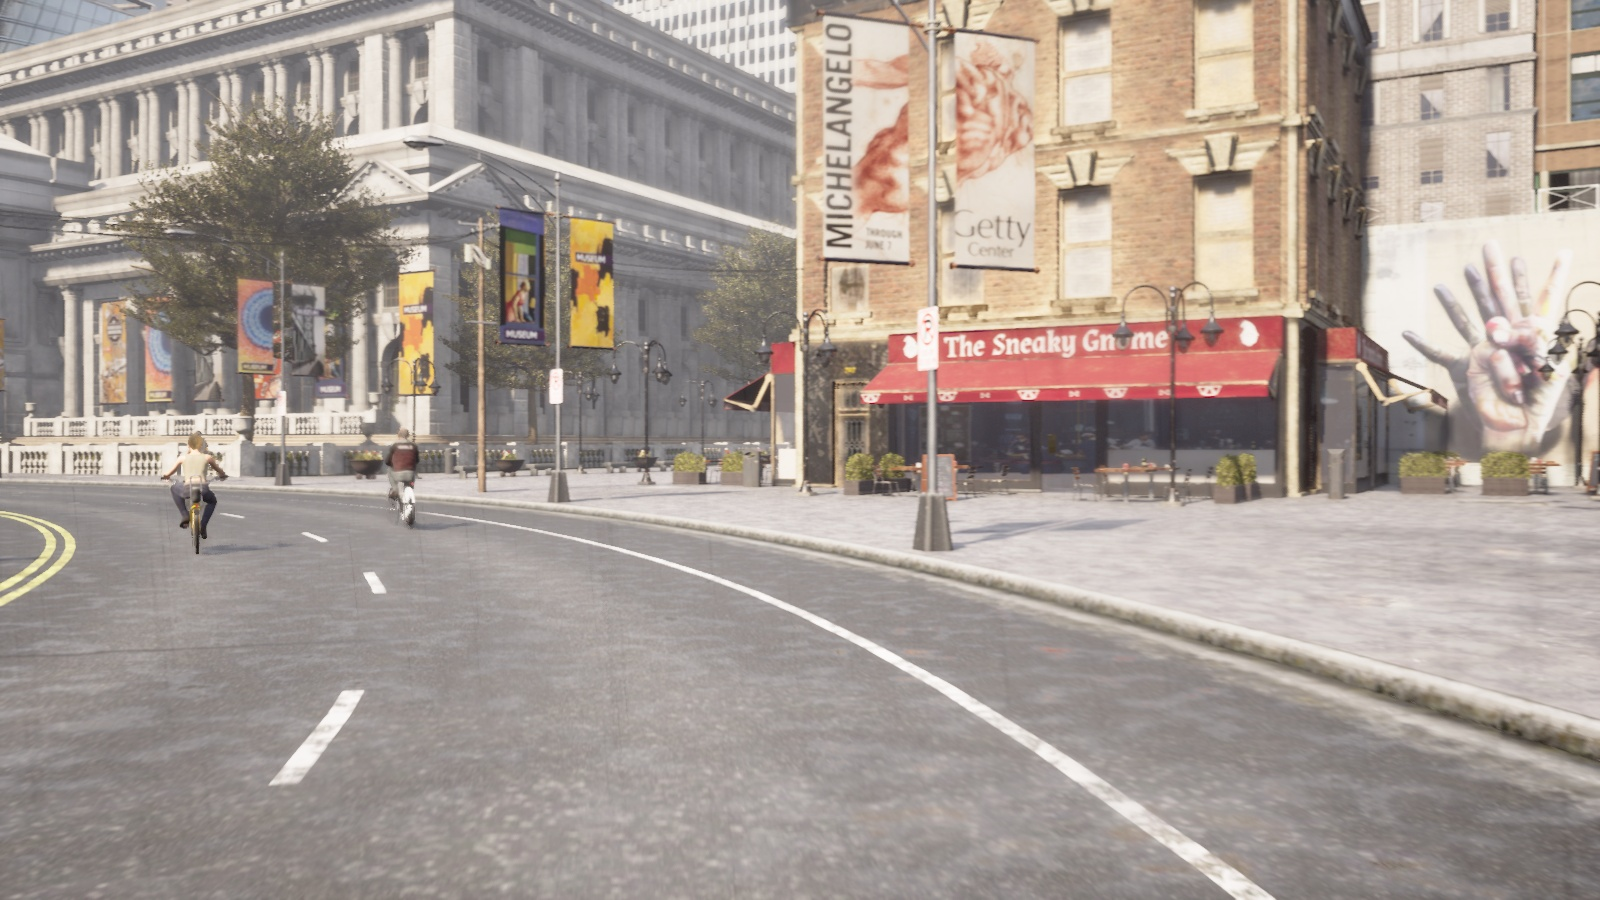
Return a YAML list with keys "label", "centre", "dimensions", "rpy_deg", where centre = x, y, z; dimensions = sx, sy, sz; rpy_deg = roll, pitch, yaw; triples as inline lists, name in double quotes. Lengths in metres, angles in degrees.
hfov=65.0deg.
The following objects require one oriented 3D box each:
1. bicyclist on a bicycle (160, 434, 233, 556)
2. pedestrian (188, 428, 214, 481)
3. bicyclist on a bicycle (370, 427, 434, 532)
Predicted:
- label: "bicyclist on a bicycle"
  centre: [-8.398, 0.585, 17.447]
  dimensions: [0.866, 1.612, 1.509]
  rpy_deg: [-1, 1, -27]
- label: "pedestrian"
  centre: [-20.958, 0.156, 43.932]
  dimensions: [0.694, 1.848, 0.540]
  rpy_deg: [0, 0, 32]
- label: "bicyclist on a bicycle"
  centre: [-7.035, 0.492, 22.135]
  dimensions: [0.659, 1.776, 1.843]
  rpy_deg: [-1, 1, -31]
